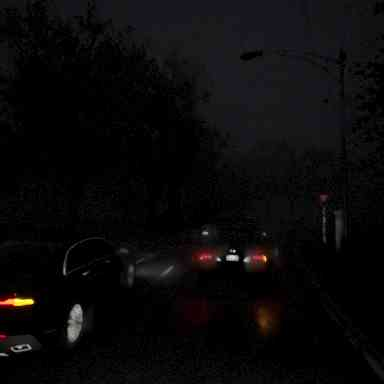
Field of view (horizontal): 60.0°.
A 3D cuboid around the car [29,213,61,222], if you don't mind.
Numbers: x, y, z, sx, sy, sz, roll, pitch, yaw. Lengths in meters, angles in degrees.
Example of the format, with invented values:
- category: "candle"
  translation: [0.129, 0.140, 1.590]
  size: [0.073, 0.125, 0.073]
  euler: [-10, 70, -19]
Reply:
- category: "car"
  translation: [-24.609, 4.202, 55.734]
  size: [4.902, 1.511, 2.128]
  euler: [3, -5, -38]

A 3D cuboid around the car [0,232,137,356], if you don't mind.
- category: "car"
  translation: [-2.451, 1.525, 6.327]
  size: [1.837, 1.490, 4.892]
  euler: [0, 0, 6]

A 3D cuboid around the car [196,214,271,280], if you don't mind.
- category: "car"
  translation: [1.267, 1.583, 9.960]
  size: [2.033, 1.411, 5.357]
  euler: [0, -1, 8]
